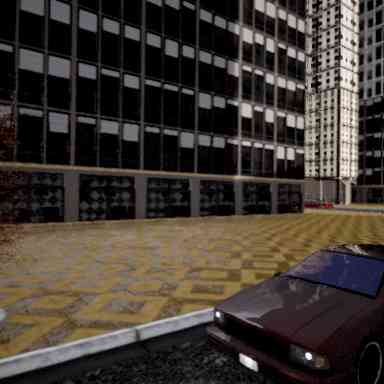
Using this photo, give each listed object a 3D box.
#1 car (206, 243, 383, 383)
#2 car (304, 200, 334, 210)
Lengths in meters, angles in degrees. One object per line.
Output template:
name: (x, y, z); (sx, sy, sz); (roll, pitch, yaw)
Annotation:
car: (2.821, 1.606, 5.390); (5.357, 1.411, 2.033); (1, 0, -36)
car: (17.091, 1.778, 46.164); (1.895, 1.301, 4.718); (1, 0, -37)
